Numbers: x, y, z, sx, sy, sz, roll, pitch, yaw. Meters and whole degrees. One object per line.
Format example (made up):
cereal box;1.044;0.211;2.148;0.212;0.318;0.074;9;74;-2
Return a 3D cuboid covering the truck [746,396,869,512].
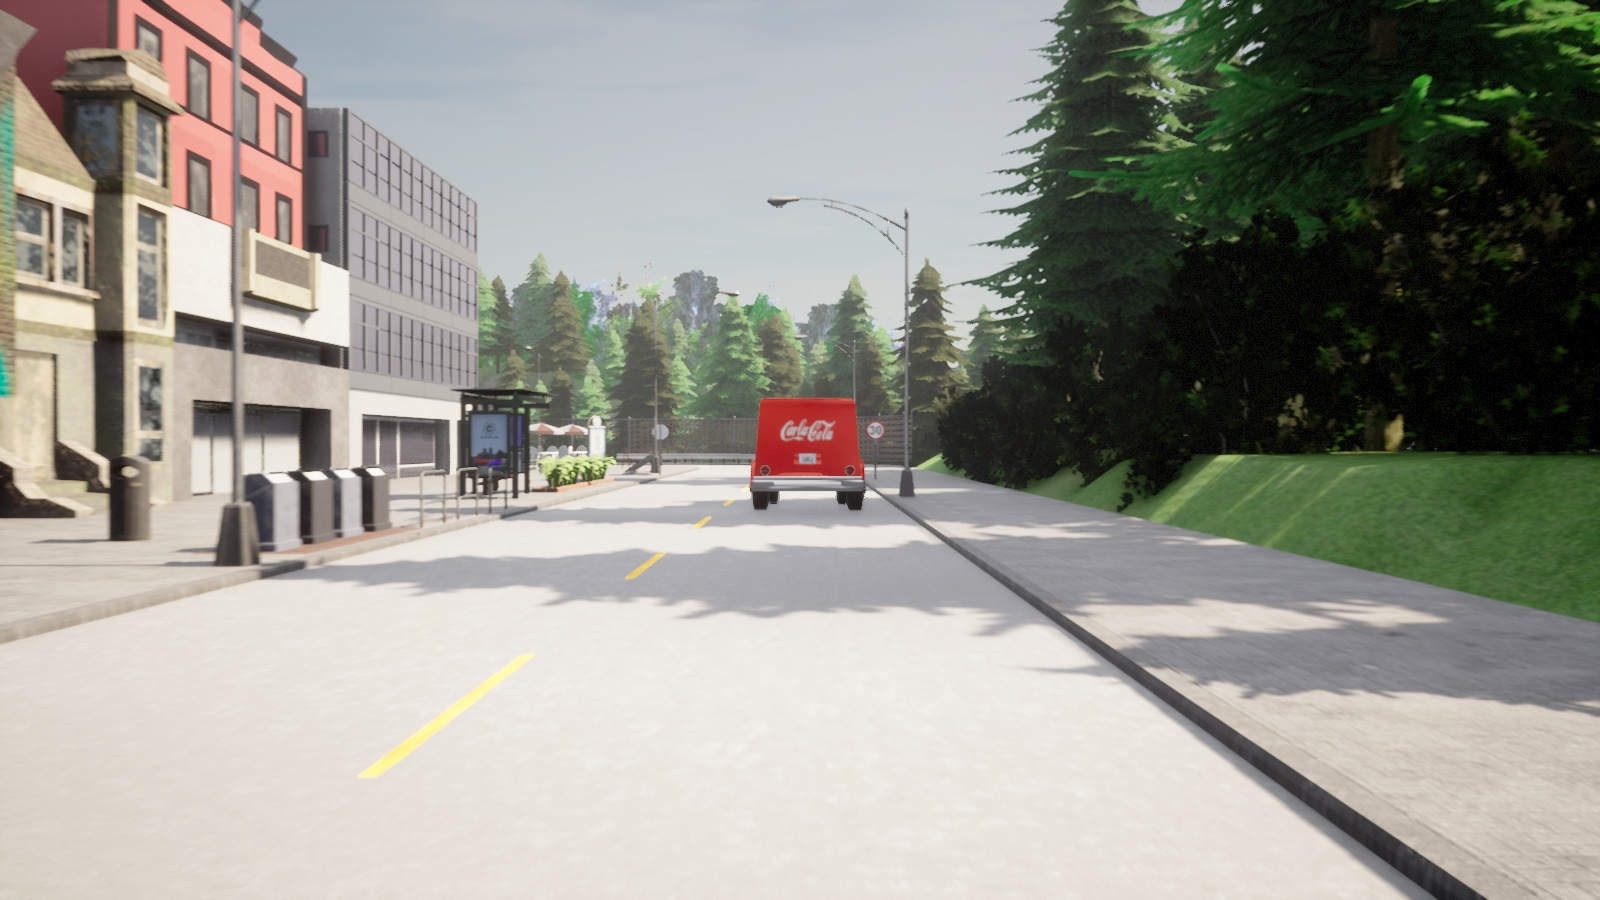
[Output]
truck;0.180;0.088;29.408;2.627;2.467;5.204;0;0;0
